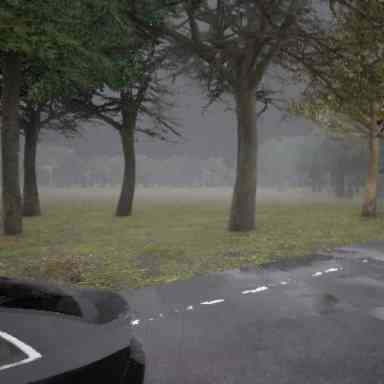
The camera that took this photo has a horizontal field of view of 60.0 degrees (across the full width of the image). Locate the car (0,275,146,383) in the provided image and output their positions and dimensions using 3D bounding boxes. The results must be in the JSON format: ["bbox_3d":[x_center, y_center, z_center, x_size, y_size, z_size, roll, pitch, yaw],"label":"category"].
[{"bbox_3d":[-2.682,1.455,2.074,4.892,1.490,1.837,-1,2,-35],"label":"car"}]
